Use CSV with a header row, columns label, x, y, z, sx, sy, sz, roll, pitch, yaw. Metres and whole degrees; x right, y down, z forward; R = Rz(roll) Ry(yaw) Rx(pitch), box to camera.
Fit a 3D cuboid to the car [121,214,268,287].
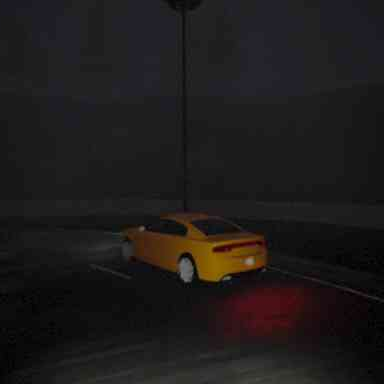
label,x,y,z,sx,sy,sz,roll,pitch,yaw
car,-0.236,1.338,9.170,1.882,1.535,5.008,0,1,-37
